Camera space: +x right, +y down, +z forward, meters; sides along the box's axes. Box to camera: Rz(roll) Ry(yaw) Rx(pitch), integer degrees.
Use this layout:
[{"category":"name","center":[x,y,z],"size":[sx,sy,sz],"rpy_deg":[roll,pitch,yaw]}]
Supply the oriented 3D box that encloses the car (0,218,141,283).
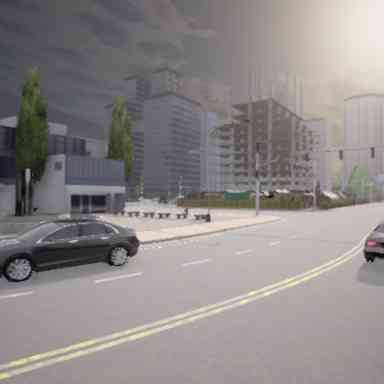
[{"category":"car","center":[-3.909,1.608,10.160],"size":[4.892,1.490,1.837],"rpy_deg":[1,0,-42]}]

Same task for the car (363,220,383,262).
[{"category":"car","center":[7.661,1.720,12.157],"size":[2.033,1.411,5.357],"rpy_deg":[0,-1,37]}]

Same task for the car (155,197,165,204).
[{"category":"car","center":[-6.433,2.067,80.973],"size":[1.905,1.878,3.866],"rpy_deg":[0,-1,34]}]

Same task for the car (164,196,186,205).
[{"category":"car","center":[-4.044,2.297,79.336],"size":[1.970,1.475,3.806],"rpy_deg":[0,-1,34]}]
